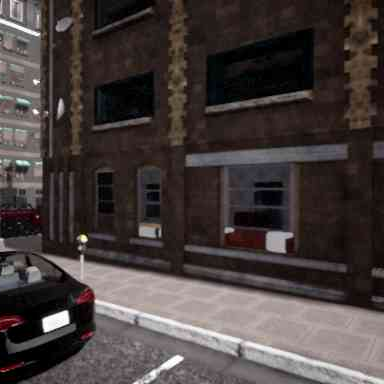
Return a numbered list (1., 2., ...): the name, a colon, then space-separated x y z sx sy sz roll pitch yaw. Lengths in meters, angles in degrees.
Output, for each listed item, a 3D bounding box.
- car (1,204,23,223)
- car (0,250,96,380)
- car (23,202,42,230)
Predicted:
1. car: -14.836 1.669 27.044 1.967 1.590 4.097 0 0 36
2. car: -3.338 1.622 5.240 4.313 1.339 1.947 -1 1 36
3. car: -8.025 1.612 22.161 2.192 1.841 5.009 0 0 36
